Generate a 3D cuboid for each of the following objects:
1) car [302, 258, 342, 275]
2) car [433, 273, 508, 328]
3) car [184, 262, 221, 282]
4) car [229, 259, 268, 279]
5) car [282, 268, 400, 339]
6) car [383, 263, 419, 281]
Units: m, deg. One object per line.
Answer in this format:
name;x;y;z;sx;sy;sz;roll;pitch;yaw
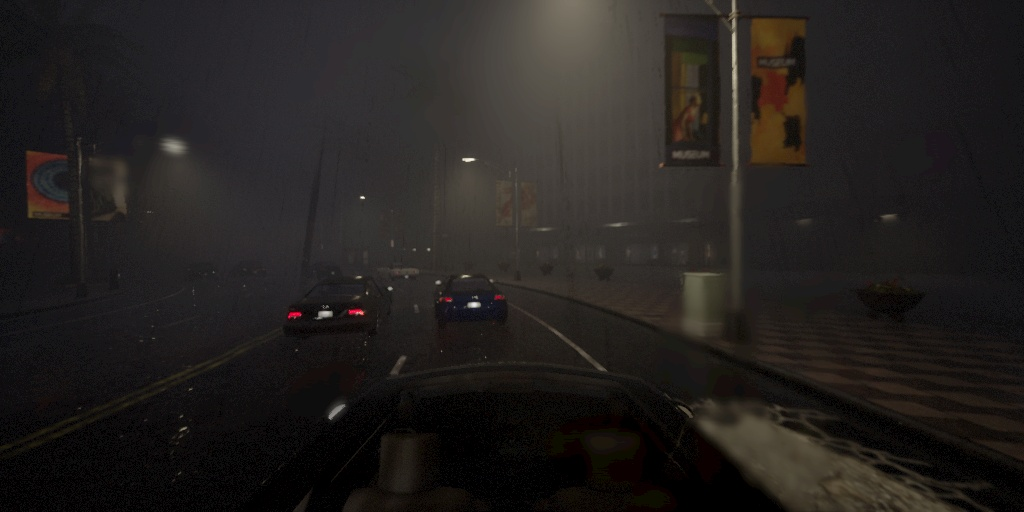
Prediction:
car;-15.505;1.162;29.586;1.812;1.442;4.674;-1;1;-43
car;-1.435;1.230;11.310;1.994;1.385;4.181;-1;1;-13
car;-25.328;1.256;29.256;4.892;1.490;1.837;0;1;43
car;-23.933;1.225;32.723;4.674;1.442;1.812;0;1;42
car;-4.520;1.262;10.067;2.033;1.411;5.357;-1;1;-13
car;-8.761;1.185;27.157;1.895;1.301;4.718;-1;1;-36
